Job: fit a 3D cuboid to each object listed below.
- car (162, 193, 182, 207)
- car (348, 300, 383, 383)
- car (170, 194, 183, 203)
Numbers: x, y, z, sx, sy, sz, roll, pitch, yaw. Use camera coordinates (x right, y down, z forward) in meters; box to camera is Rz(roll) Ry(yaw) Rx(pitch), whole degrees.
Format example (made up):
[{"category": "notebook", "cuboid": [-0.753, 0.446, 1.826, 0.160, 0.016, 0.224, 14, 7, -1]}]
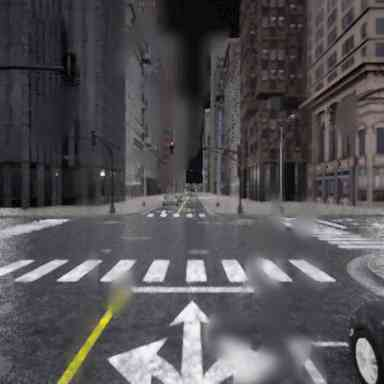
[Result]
[{"category": "car", "cuboid": [-2.932, 1.071, 45.930, 2.097, 1.767, 4.553, 0, 0, 0]}, {"category": "car", "cuboid": [2.760, 1.535, 2.412, 2.008, 1.369, 4.403, 0, 0, 0]}, {"category": "car", "cuboid": [-2.856, 1.171, 62.295, 2.033, 1.411, 5.357, 0, 0, 1]}]
